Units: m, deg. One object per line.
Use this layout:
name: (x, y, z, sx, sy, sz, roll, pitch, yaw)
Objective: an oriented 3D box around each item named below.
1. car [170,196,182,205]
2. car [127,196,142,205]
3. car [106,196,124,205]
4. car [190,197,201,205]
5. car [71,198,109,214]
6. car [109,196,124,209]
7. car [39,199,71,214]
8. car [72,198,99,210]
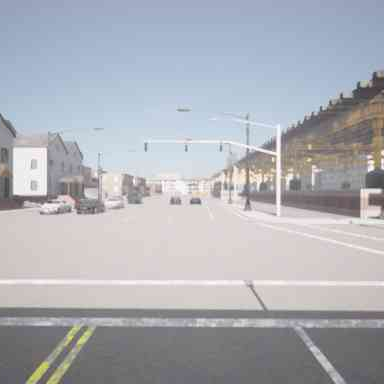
car: (-2.858, 1.443, 59.123, 2.128, 1.511, 4.902, 0, 0, 1)
car: (-9.954, 1.430, 58.195, 1.882, 1.535, 5.008, 0, 0, 2)
car: (-13.449, 1.458, 58.264, 1.837, 1.490, 4.892, 0, 0, 2)
car: (0.641, 1.516, 59.048, 1.994, 1.385, 4.181, 0, 0, 1)
car: (-10.487, 1.476, 34.667, 1.837, 1.490, 4.892, 0, 0, 1)
car: (-10.277, 1.490, 43.904, 1.812, 1.442, 4.674, 0, 0, 1)
car: (-13.995, 1.497, 34.370, 1.812, 1.442, 4.674, 0, 0, 1)
car: (-13.791, 1.528, 43.189, 1.994, 1.385, 4.181, 0, 0, 2)
